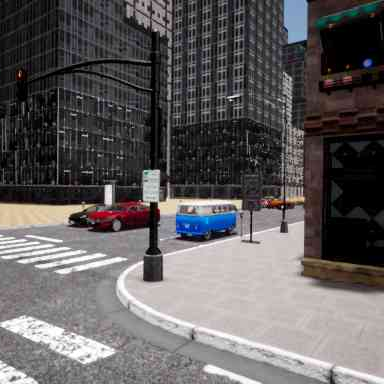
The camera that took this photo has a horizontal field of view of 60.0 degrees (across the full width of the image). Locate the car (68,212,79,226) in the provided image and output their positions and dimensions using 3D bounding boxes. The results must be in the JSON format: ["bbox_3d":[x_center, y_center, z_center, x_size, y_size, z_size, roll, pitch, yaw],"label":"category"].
[{"bbox_3d":[-5.980,1.467,21.897,1.947,1.339,4.313,1,1,35],"label":"car"}]

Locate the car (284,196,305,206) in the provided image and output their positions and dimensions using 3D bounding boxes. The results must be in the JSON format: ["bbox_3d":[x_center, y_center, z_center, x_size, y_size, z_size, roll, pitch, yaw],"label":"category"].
[{"bbox_3d":[16.414,1.363,53.285,1.752,1.417,4.829,1,1,36],"label":"car"}]

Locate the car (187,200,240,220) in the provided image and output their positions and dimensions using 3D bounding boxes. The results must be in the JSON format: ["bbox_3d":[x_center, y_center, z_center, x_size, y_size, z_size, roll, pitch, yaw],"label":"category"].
[{"bbox_3d":[1.968,1.468,28.579,2.033,1.411,5.357,1,1,35],"label":"car"}]

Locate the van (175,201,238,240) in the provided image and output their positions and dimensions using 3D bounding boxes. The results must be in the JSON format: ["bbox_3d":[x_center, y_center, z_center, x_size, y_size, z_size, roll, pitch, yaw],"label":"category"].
[{"bbox_3d":[0.844,1.368,17.027,1.690,1.788,3.998,1,1,35],"label":"van"}]

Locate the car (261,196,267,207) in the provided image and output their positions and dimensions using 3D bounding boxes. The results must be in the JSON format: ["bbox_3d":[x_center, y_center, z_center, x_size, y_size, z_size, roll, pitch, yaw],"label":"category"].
[{"bbox_3d":[10.086,1.293,44.415,1.967,1.590,4.097,1,1,35],"label":"car"}]

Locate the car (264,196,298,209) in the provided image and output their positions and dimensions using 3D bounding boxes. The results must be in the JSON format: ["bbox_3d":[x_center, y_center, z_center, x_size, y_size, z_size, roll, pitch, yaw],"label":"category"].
[{"bbox_3d":[11.152,1.496,41.404,1.895,1.301,4.718,1,1,36],"label":"car"}]

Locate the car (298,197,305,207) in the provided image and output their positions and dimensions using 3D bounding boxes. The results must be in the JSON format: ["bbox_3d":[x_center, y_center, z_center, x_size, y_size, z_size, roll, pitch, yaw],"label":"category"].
[{"bbox_3d":[15.626,1.429,42.313,2.128,1.511,4.902,1,1,36],"label":"car"}]

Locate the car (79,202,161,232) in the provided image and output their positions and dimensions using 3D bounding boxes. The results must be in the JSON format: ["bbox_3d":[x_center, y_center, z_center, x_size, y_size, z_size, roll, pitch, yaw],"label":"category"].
[{"bbox_3d":[-3.993,1.418,20.215,1.882,1.535,5.008,1,1,34],"label":"car"}]
